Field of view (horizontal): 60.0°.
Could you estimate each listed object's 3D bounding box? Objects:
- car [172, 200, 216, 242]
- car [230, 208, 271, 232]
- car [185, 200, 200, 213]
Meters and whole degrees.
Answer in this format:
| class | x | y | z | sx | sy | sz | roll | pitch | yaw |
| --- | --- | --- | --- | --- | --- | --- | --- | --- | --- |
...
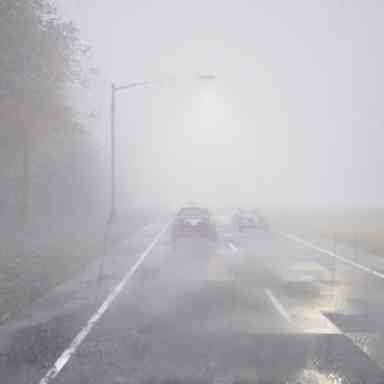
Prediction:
| class | x | y | z | sx | sy | sz | roll | pitch | yaw |
| --- | --- | --- | --- | --- | --- | --- | --- | --- | --- |
| car | 0.089 | 1.472 | 17.355 | 2.097 | 1.767 | 4.553 | 0 | 0 | 0 |
| car | 3.582 | 1.692 | 21.047 | 2.033 | 1.411 | 5.357 | 0 | 0 | 0 |
| car | 0.072 | 1.780 | 41.505 | 1.837 | 1.490 | 4.892 | 0 | 0 | 0 |
